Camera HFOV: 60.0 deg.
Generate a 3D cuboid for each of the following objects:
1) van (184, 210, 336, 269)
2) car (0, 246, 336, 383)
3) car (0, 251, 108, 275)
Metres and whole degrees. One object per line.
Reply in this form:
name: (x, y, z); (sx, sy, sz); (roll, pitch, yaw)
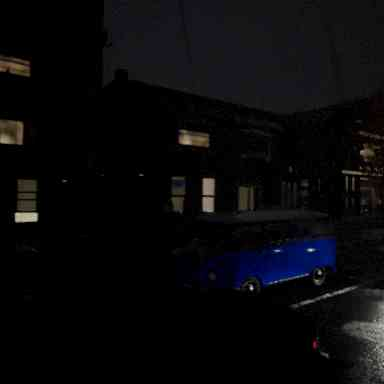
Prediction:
van: (1.634, 1.337, 7.703); (3.998, 1.788, 1.690); (0, 1, -35)
car: (-1.149, 1.547, 2.543); (5.357, 1.411, 2.033); (0, 0, -36)
car: (-2.999, 1.545, 4.404); (4.507, 1.381, 1.887); (0, 1, -35)
